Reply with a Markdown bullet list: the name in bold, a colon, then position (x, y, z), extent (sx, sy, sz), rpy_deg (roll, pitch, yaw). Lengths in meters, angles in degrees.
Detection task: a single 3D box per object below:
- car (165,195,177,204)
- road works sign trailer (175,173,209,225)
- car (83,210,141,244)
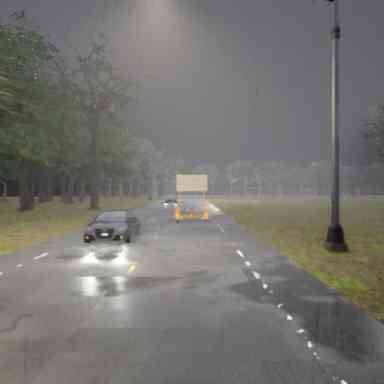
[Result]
- **car**: position (-3.548, 1.201, 57.075), extent (1.882, 1.535, 5.008), rpy_deg (0, 0, 1)
- **road works sign trailer**: position (0.003, 0.416, 23.859), extent (2.380, 3.560, 2.880), rpy_deg (0, 0, 0)
- **car**: position (-3.596, 1.545, 15.647), extent (1.994, 1.385, 4.181), rpy_deg (0, 0, 0)
